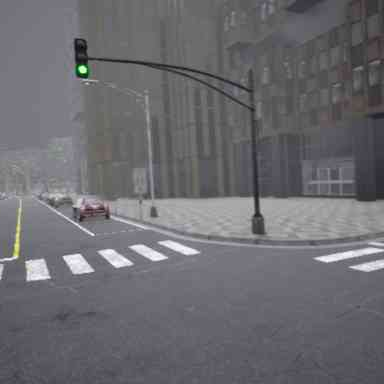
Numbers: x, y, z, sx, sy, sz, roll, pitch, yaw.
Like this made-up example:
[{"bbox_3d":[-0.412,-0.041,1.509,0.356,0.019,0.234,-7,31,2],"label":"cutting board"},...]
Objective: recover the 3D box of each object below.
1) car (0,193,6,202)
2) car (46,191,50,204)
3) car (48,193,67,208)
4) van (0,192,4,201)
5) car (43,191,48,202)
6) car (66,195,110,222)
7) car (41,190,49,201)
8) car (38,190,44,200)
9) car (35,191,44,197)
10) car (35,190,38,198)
[{"bbox_3d":[-39.261,1.287,66.842,1.947,1.339,4.313,-4,2,-27],"label":"car"},{"bbox_3d":[-16.814,0.927,41.681,1.887,1.381,4.507,-4,2,-27],"label":"car"},{"bbox_3d":[-14.334,0.972,36.841,2.008,1.369,4.403,-4,2,-27],"label":"car"},{"bbox_3d":[-41.753,1.026,71.673,1.690,1.788,3.998,-4,2,-27],"label":"van"},{"bbox_3d":[-19.293,0.889,46.520,1.887,1.381,4.507,-4,2,-27],"label":"car"},{"bbox_3d":[-6.902,0.979,22.320,1.967,1.590,4.097,-4,2,-27],"label":"car"},{"bbox_3d":[-21.851,0.830,51.510,1.752,1.417,4.829,-4,2,-27],"label":"car"},{"bbox_3d":[-26.810,0.754,61.188,1.752,1.417,4.829,-4,2,-27],"label":"car"},{"bbox_3d":[-39.133,0.488,85.230,1.967,1.590,4.097,-4,2,-27],"label":"car"},{"bbox_3d":[-29.223,0.509,65.868,2.192,1.841,5.009,-4,2,-27],"label":"car"}]
